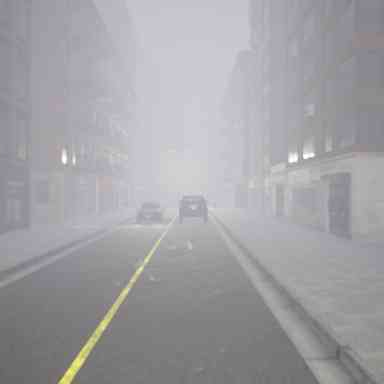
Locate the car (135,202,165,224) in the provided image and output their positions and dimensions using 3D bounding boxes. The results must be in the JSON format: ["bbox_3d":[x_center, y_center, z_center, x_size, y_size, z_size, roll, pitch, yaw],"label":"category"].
[{"bbox_3d":[-3.092,1.519,25.272,1.837,1.490,4.892,0,0,0],"label":"car"}]

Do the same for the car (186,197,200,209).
[{"bbox_3d":[0.099,1.527,46.485,1.882,1.535,5.008,0,0,0],"label":"car"}]

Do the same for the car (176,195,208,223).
[{"bbox_3d":[0.107,1.237,26.060,2.150,2.045,5.566,0,0,0],"label":"car"}]

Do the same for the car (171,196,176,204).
[{"bbox_3d":[-2.984,1.586,66.870,1.837,1.490,4.892,0,0,0],"label":"car"}]
